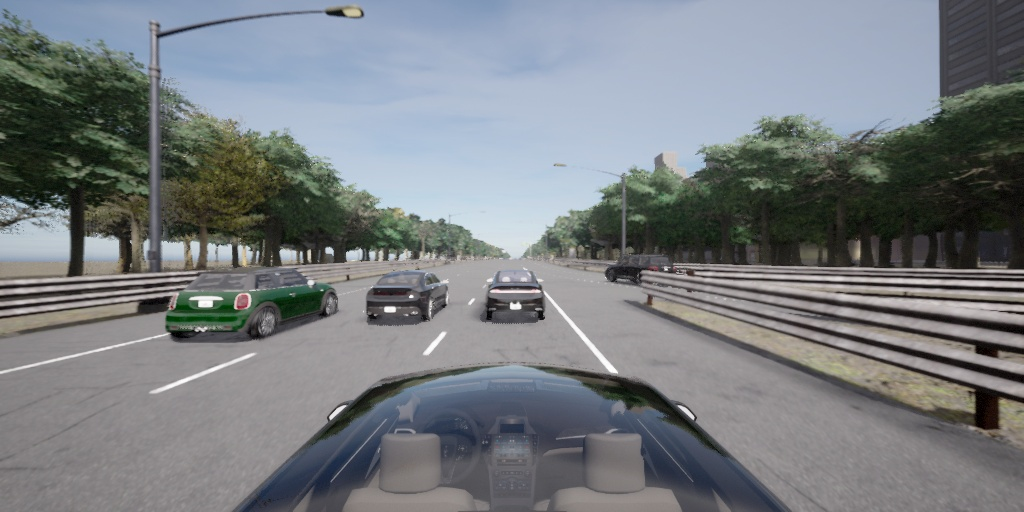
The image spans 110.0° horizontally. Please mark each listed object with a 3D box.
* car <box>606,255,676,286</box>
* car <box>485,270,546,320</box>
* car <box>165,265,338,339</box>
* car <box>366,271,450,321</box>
[{"bbox_3d":[8.727,0.939,24.765,2.150,2.045,5.566,0,0,-18],"label":"car"},{"bbox_3d":[0.102,1.224,12.613,2.128,1.511,4.902,0,0,0],"label":"car"},{"bbox_3d":[-6.896,1.091,10.199,2.097,1.767,4.553,0,0,0],"label":"car"},{"bbox_3d":[-3.396,1.238,12.414,1.837,1.490,4.892,0,0,0],"label":"car"}]
